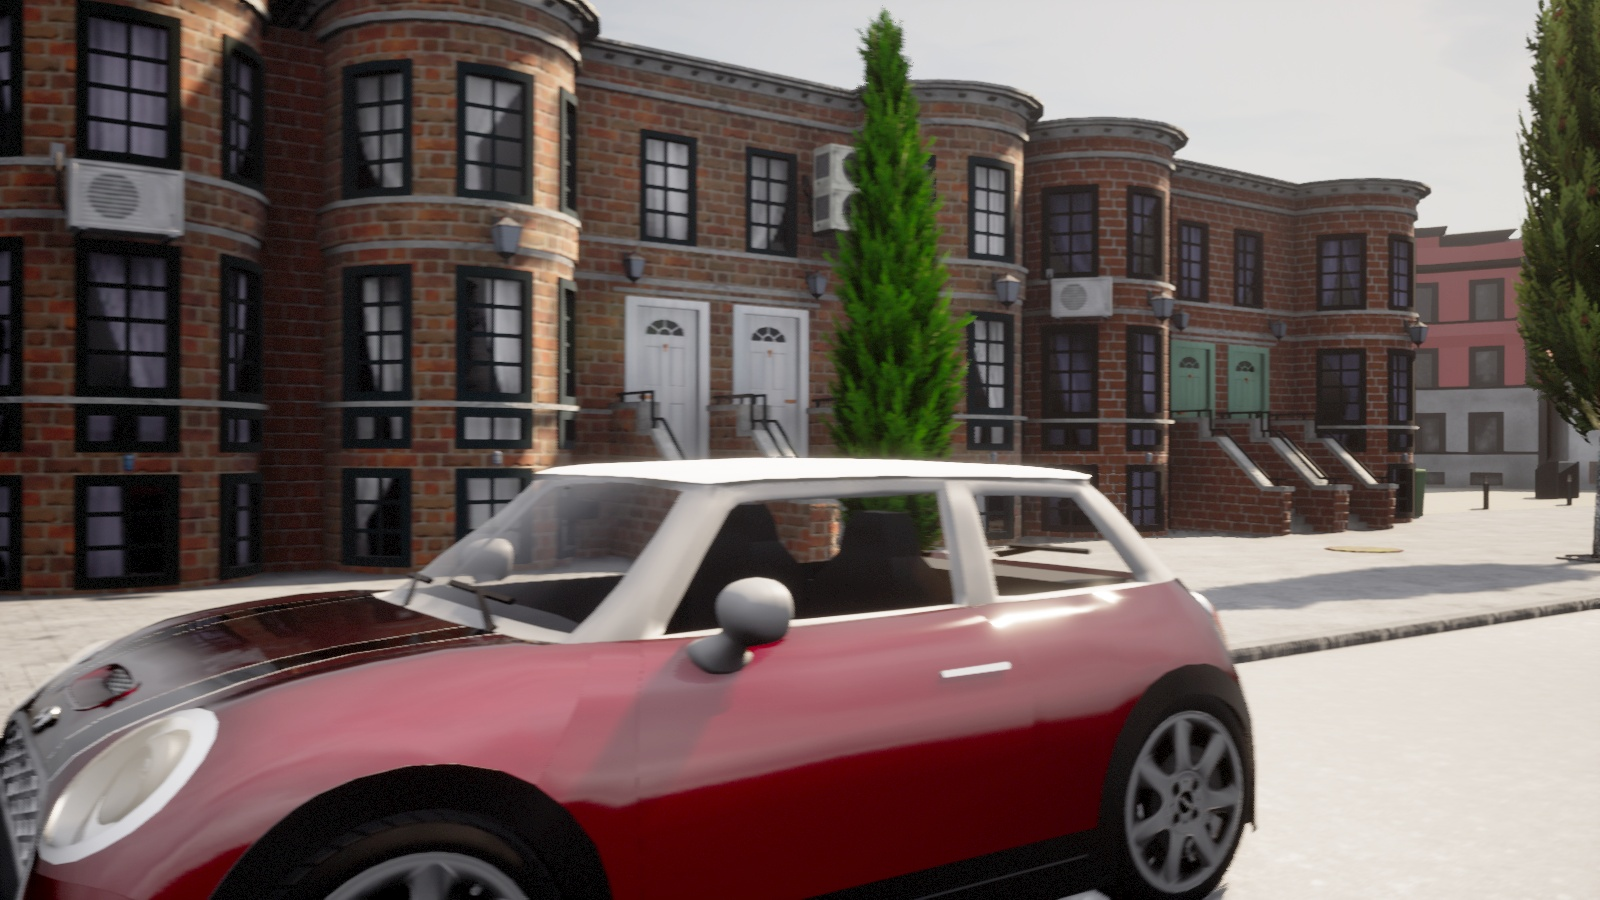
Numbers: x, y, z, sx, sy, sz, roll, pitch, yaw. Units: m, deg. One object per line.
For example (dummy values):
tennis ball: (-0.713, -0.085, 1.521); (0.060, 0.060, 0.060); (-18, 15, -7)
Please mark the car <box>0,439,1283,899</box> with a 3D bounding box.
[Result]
car: (-0.515, 0.721, 3.909); (3.806, 1.475, 1.970); (0, 0, -35)
